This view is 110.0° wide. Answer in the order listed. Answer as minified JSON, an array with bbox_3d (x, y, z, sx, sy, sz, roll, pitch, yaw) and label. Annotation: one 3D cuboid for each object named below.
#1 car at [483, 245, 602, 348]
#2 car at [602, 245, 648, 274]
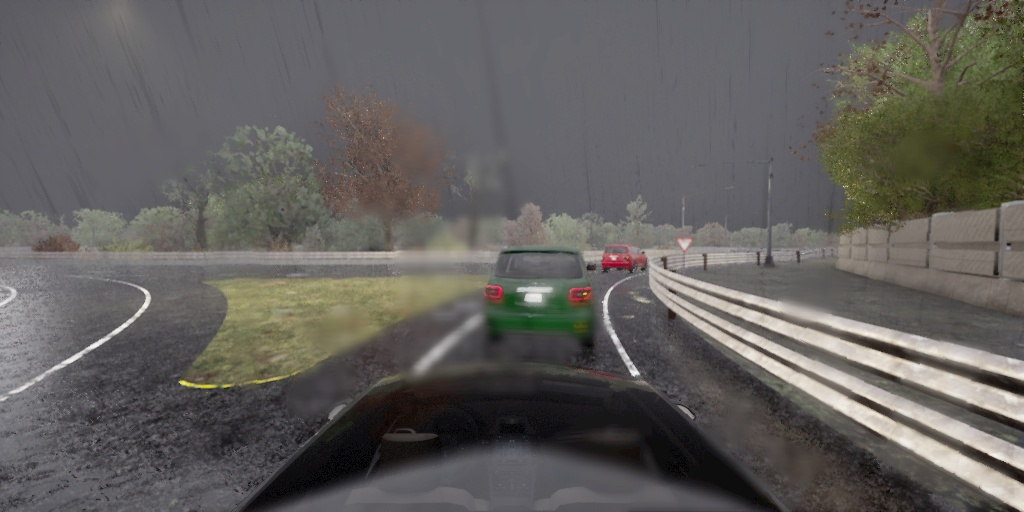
[{"bbox_3d":[0.876,0.750,8.850,2.150,2.045,5.566,0,2,10],"label":"car"},{"bbox_3d":[8.523,0.202,26.843,2.150,2.045,5.566,1,2,34],"label":"car"}]
